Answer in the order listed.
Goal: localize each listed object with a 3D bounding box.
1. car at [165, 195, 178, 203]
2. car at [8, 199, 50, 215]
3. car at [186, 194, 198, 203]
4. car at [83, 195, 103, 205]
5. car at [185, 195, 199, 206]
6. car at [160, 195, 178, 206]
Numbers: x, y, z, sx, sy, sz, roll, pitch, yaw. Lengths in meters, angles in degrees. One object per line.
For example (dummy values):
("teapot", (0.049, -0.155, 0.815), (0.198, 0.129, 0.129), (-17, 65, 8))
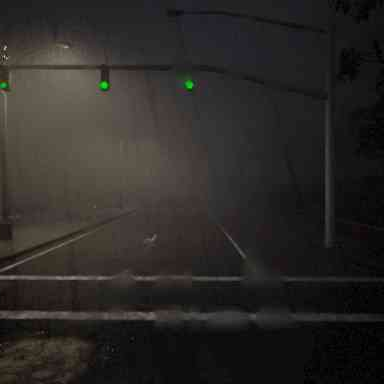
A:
("car", (-3.514, 1.164, 57.996), (1.895, 1.301, 4.718), (0, 0, 0))
("car", (-15.103, 1.313, 30.826), (2.033, 1.411, 5.357), (0, 1, 0))
("car", (-0.014, 1.127, 57.967), (1.994, 1.385, 4.181), (0, 0, 0))
("car", (-15.032, 1.142, 50.818), (1.812, 1.442, 4.674), (0, 0, 0))
("car", (-0.011, 1.119, 47.549), (1.882, 1.535, 5.008), (0, 0, 0))
("car", (-3.511, 1.133, 47.549), (2.128, 1.511, 4.902), (0, 0, 0))
